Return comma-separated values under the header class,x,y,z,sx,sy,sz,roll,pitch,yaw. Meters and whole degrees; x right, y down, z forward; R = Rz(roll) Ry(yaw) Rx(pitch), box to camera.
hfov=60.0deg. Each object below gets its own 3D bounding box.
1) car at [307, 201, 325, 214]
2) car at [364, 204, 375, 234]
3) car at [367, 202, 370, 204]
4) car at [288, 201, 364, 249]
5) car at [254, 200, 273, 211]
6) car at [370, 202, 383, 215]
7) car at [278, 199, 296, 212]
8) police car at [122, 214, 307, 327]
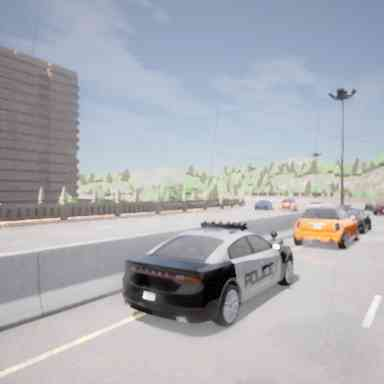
class,x,y,z,sx,sy,sz,roll,pitch,yaw
car,15.653,1.856,41.923,1.812,1.442,4.674,0,0,25
car,9.834,1.696,20.513,1.812,1.442,4.674,0,0,35
car,25.554,2.000,46.688,1.895,1.301,4.718,0,0,18
car,6.400,1.476,15.558,2.097,1.767,4.553,0,0,35
car,10.017,1.815,46.360,1.882,1.535,5.008,0,0,24
car,21.421,1.849,37.304,1.812,1.442,4.674,0,0,26
car,12.794,1.686,44.103,2.097,1.767,4.553,0,0,25
police car,0.786,1.477,7.452,1.930,1.638,5.238,0,0,35
